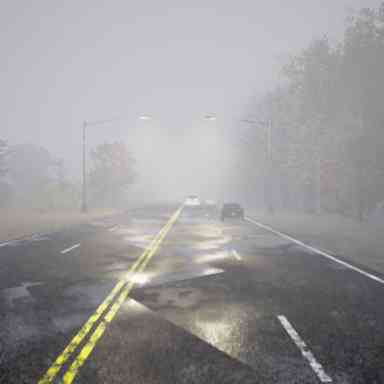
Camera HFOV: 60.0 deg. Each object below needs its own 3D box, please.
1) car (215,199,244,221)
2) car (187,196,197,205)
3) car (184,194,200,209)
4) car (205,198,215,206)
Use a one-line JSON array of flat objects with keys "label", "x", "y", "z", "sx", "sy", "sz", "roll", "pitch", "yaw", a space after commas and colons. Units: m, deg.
[{"label": "car", "x": 3.254, "y": 1.562, "z": 28.367, "sx": 1.882, "sy": 1.535, "sz": 5.008, "roll": -1, "pitch": 0, "yaw": 0}, {"label": "car", "x": -0.039, "y": 1.676, "z": 66.106, "sx": 1.882, "sy": 1.535, "sz": 5.008, "roll": 0, "pitch": 0, "yaw": 0}, {"label": "car", "x": 0.072, "y": 1.368, "z": 49.164, "sx": 2.150, "sy": 2.045, "sz": 5.566, "roll": 0, "pitch": 0, "yaw": 0}, {"label": "car", "x": 3.217, "y": 1.697, "z": 57.399, "sx": 1.812, "sy": 1.442, "sz": 4.674, "roll": 0, "pitch": 0, "yaw": 0}]
